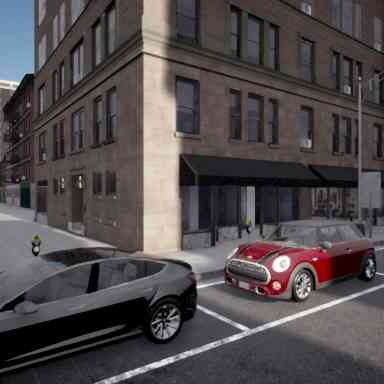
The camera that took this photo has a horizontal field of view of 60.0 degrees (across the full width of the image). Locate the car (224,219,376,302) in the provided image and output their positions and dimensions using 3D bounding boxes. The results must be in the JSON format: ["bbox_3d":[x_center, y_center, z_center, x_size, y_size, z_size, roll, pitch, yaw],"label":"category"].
[{"bbox_3d":[2.709,1.440,8.173,4.097,1.590,1.967,0,0,-36],"label":"car"}]

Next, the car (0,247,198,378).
[{"bbox_3d":[-1.894,1.566,4.841,4.313,1.339,1.947,0,0,-36],"label":"car"}]
